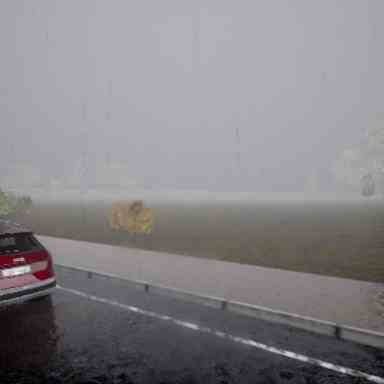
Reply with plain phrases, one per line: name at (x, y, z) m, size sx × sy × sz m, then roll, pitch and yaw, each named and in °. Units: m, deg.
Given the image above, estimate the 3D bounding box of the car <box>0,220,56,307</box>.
car at (-4.820, 1.410, 6.990) m, size 4.856 × 1.649 × 2.033 m, roll 0°, pitch 0°, yaw 35°
